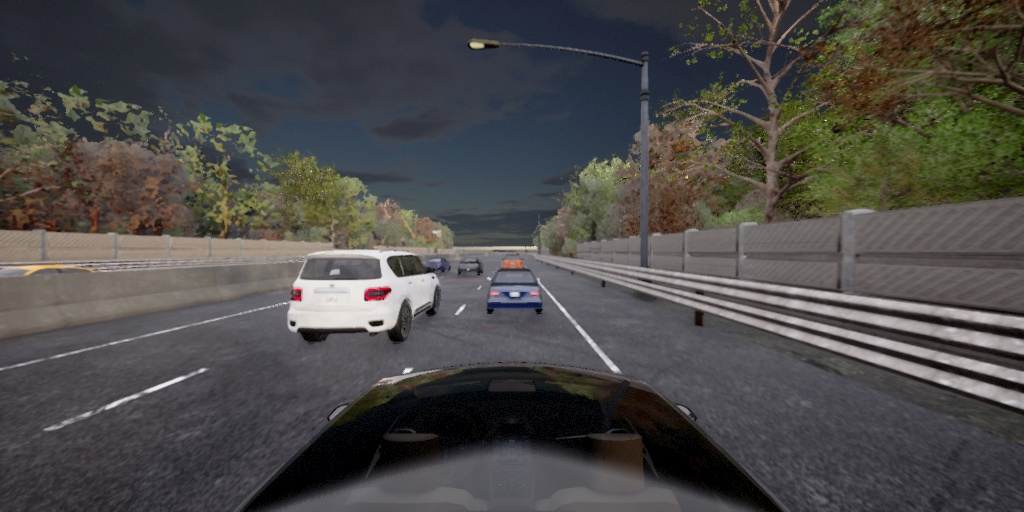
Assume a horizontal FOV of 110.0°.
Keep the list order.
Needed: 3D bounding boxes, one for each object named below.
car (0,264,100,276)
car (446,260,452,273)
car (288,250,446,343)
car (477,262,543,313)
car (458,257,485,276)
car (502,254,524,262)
[{"bbox_3d":[-17.610,1.085,13.124,1.882,1.535,5.008,0,1,0],"label":"car"},{"bbox_3d":[-6.932,0.824,33.541,1.812,1.442,4.674,0,1,0],"label":"car"},{"bbox_3d":[-3.411,0.859,9.463,2.150,2.045,5.566,0,1,0],"label":"car"},{"bbox_3d":[0.082,1.126,12.982,2.033,1.411,5.357,0,1,0],"label":"car"},{"bbox_3d":[-3.430,0.825,30.544,2.128,1.511,4.902,0,1,0],"label":"car"},{"bbox_3d":[0.060,0.622,34.748,2.097,1.767,4.553,0,1,0],"label":"car"}]
